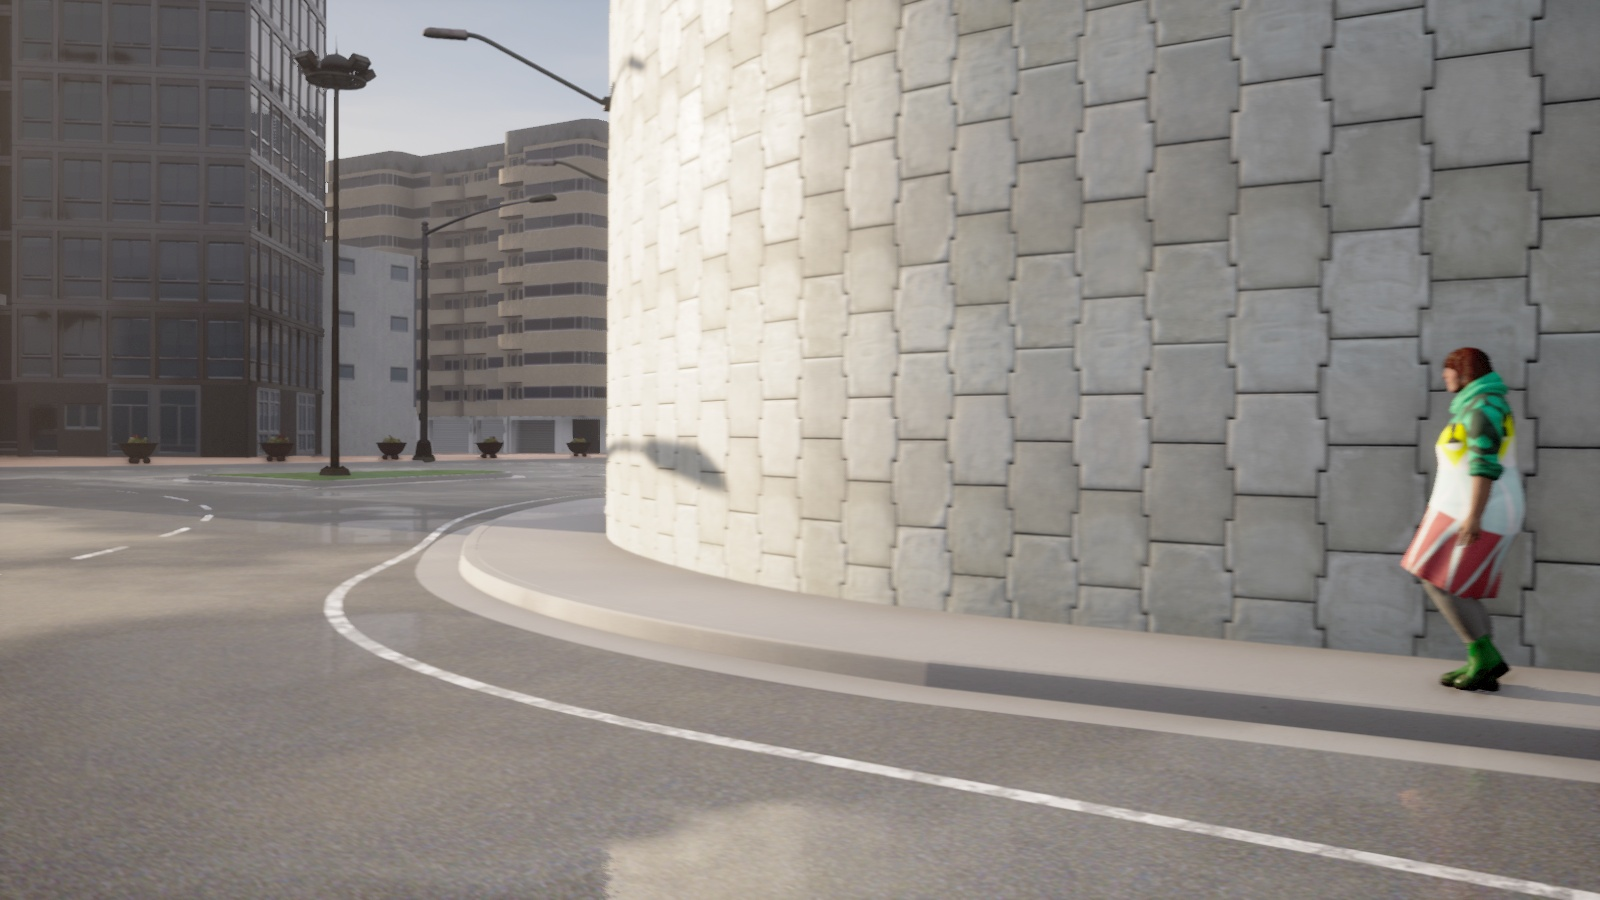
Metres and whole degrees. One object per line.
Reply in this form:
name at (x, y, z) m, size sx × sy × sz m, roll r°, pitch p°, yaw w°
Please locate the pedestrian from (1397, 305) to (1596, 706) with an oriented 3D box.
pedestrian at (3.674, 0.266, 6.618) m, size 0.873 × 1.952 × 0.659 m, roll 0°, pitch 1°, yaw 33°
